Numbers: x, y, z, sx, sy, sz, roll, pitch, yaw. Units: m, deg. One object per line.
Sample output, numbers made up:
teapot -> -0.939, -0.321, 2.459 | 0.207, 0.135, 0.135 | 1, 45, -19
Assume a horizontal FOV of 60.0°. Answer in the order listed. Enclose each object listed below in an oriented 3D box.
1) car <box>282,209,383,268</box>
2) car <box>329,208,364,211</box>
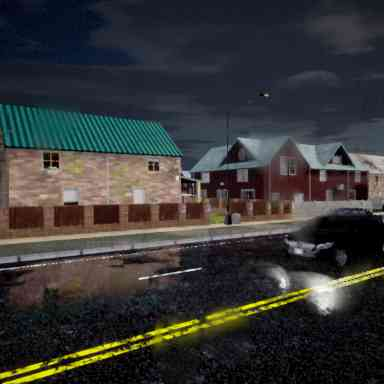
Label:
car -> 5.110, 1.527, 11.386 | 4.674, 1.442, 1.812 | 0, 0, -36
car -> 8.070, 1.554, 17.502 | 5.357, 1.411, 2.033 | 0, 0, -36
